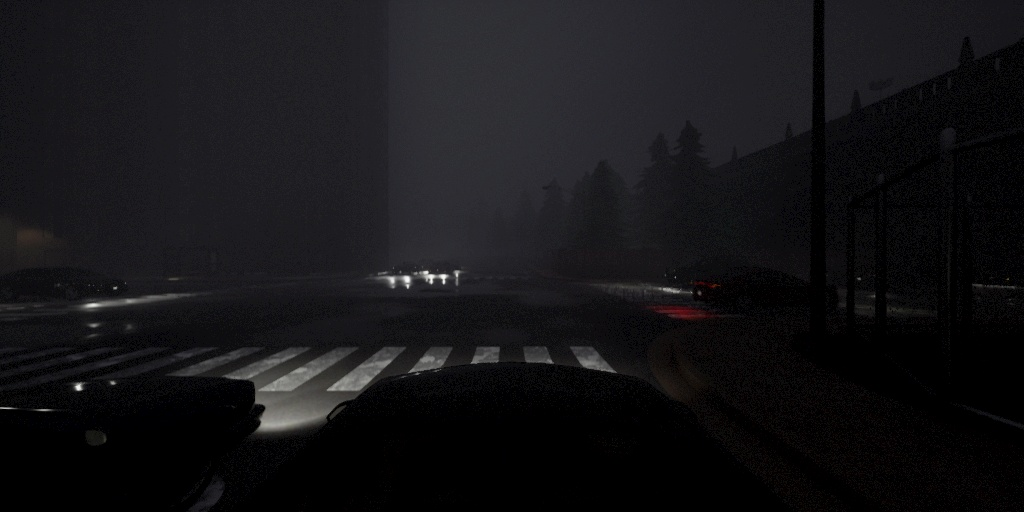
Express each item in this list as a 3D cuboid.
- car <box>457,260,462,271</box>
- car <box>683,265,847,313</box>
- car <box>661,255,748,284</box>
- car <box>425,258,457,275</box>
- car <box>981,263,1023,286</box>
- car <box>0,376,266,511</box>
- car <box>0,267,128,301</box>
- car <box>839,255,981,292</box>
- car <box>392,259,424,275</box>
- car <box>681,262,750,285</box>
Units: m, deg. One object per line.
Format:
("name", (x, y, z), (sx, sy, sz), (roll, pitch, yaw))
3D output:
("car", (-7.595, 1.114, 46.016), (1.812, 1.442, 4.674), (0, 0, -3))
("car", (9.526, 1.241, 13.589), (5.008, 1.535, 1.882), (0, -1, -3))
("car", (13.089, 0.947, 24.153), (5.566, 2.045, 2.150), (0, 0, 0))
("car", (-7.314, 1.184, 37.275), (1.994, 1.385, 4.181), (0, 0, 0))
("car", (34.760, 1.231, 24.219), (4.892, 1.490, 1.837), (0, 0, 0))
("car", (-3.406, 1.299, 1.129), (2.033, 1.411, 5.357), (0, 0, 0))
("car", (-21.038, 1.254, 16.815), (4.892, 1.490, 1.837), (0, 0, 0))
("car", (22.761, 0.959, 20.690), (5.566, 2.045, 2.150), (0, 0, 0))
("car", (-10.798, 1.223, 36.882), (1.895, 1.301, 4.718), (0, 0, 0))
("car", (12.738, 1.242, 20.652), (4.892, 1.490, 1.837), (0, 0, 0))
